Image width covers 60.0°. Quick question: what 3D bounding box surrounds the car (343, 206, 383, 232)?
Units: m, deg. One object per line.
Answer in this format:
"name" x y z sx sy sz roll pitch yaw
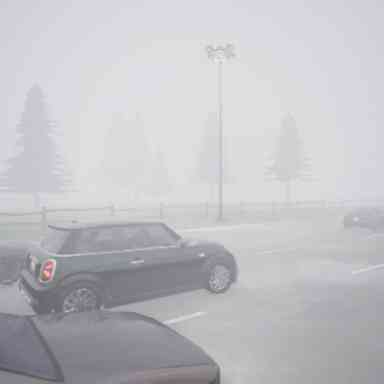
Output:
"car" 11.034 1.537 20.215 4.181 1.385 1.994 0 0 -36

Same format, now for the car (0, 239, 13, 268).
"car" -6.325 1.549 7.833 5.357 1.411 2.033 0 0 -36

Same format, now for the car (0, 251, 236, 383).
"car" -2.272 1.549 2.126 5.357 1.411 2.033 0 0 -36

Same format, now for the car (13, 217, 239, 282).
"car" -1.130 1.348 7.240 4.553 1.767 2.097 0 0 -36
